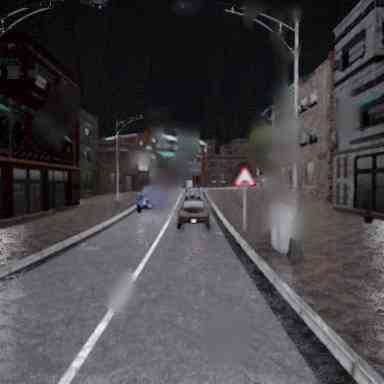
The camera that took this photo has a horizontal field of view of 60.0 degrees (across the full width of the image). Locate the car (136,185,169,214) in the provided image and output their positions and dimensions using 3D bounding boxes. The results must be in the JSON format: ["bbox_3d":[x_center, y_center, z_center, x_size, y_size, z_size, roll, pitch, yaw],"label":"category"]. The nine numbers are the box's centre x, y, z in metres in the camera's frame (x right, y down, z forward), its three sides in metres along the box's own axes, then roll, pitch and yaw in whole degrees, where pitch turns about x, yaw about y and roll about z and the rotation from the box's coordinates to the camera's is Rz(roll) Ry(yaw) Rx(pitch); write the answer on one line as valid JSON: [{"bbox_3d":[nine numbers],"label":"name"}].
[{"bbox_3d":[-3.103,0.526,27.153,2.150,2.045,5.566,0,3,0],"label":"car"}]

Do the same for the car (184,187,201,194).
[{"bbox_3d":[0.078,0.087,38.767,2.033,1.411,5.357,0,4,0],"label":"car"}]

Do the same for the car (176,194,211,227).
[{"bbox_3d":[0.094,1.167,20.015,1.837,1.490,4.892,0,2,0],"label":"car"}]
